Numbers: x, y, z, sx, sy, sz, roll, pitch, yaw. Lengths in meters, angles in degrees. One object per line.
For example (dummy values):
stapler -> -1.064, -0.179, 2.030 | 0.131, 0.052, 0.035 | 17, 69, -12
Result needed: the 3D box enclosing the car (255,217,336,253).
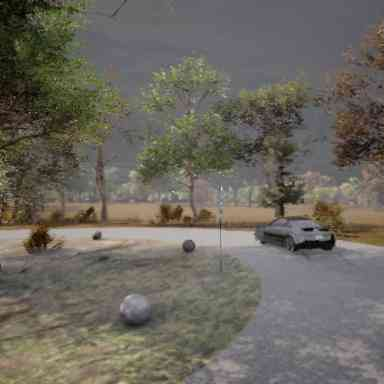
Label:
car -> 4.513, 1.823, 15.176 | 1.994, 1.385, 4.181 | 0, -1, -16
